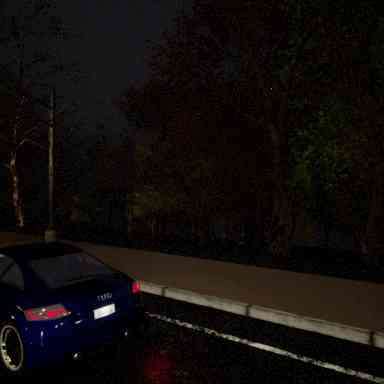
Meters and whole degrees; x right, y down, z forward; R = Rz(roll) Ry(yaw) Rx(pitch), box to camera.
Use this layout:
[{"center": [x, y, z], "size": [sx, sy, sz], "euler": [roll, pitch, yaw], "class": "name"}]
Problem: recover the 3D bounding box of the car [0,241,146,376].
[{"center": [-2.775, 1.563, 5.647], "size": [4.181, 1.385, 1.994], "euler": [0, 0, 37], "class": "car"}]
